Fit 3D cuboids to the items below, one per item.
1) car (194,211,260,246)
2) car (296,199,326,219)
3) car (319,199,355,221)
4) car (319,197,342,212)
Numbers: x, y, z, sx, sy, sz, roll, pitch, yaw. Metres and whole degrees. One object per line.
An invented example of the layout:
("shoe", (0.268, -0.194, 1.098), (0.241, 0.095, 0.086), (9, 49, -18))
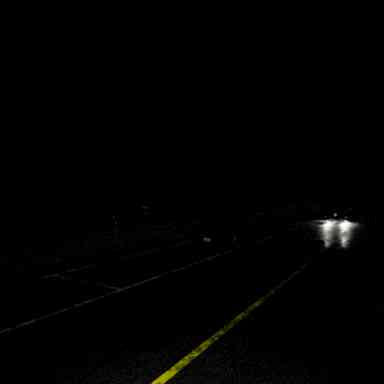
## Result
("car", (1.756, 1.566, 15.359), (1.947, 1.339, 4.313), (0, 0, 32))
("car", (10.446, 1.582, 29.474), (1.802, 1.307, 4.206), (0, 0, 32))
("car", (11.965, 1.564, 27.031), (1.994, 1.385, 4.181), (0, 0, 32))
("car", (16.239, 1.441, 38.884), (1.967, 1.590, 4.097), (0, 0, 32))
